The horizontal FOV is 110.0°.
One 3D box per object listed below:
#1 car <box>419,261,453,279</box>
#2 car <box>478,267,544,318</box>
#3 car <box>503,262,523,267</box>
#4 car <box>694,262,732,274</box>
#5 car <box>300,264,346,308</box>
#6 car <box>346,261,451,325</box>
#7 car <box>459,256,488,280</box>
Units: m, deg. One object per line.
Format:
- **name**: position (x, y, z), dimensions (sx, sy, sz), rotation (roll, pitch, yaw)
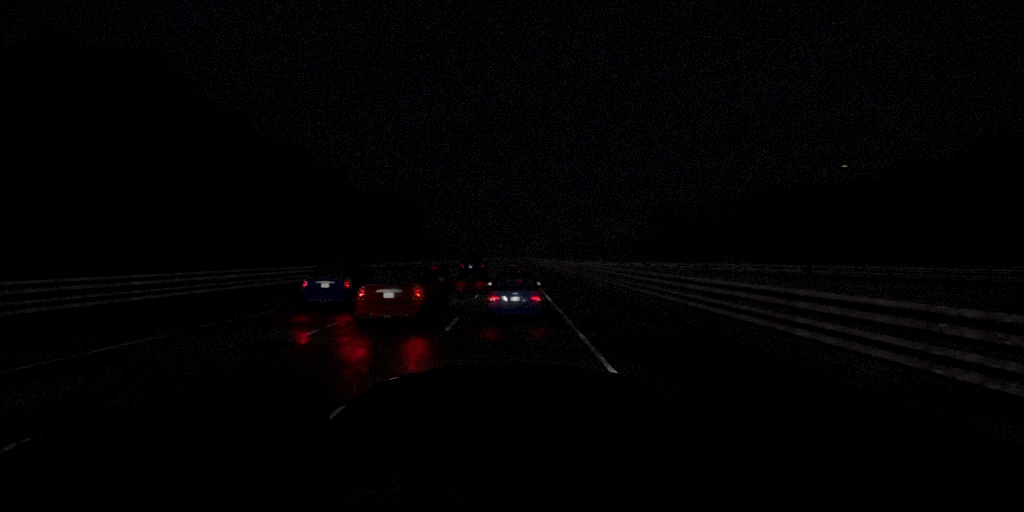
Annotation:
- **car**: position (-6.914, 1.243, 33.105), dimensions (2.128, 1.511, 4.902), rotation (0, 0, 0)
- **car**: position (0.097, 1.304, 12.973), dimensions (2.033, 1.411, 5.357), rotation (0, 0, 0)
- **car**: position (0.092, 1.315, 34.123), dimensions (1.812, 1.442, 4.674), rotation (0, 0, 0)
- **car**: position (26.357, 1.502, 47.159), dimensions (2.163, 1.488, 4.792), rotation (0, 0, -23)
- **car**: position (-6.896, 1.105, 15.366), dimensions (2.097, 1.767, 4.553), rotation (1, 0, 0)
- **car**: position (-3.404, 1.108, 12.039), dimensions (2.097, 1.767, 4.553), rotation (0, 0, 0)
- **car**: position (-3.401, 1.002, 32.331), dimensions (2.150, 2.045, 5.566), rotation (0, 0, 0)
